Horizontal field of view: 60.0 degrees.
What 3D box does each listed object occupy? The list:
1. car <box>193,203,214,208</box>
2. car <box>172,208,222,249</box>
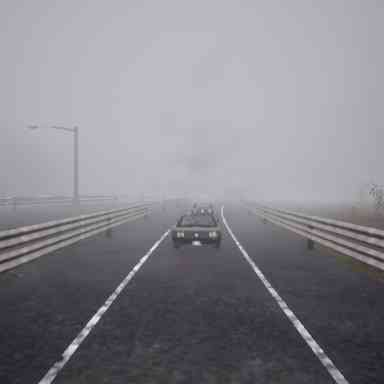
[{"bbox_3d":[0.999,1.619,29.534,1.895,1.301,4.718,0,0,4],"label":"car"},{"bbox_3d":[0.250,1.617,14.611,1.895,1.301,4.718,0,0,2],"label":"car"}]
